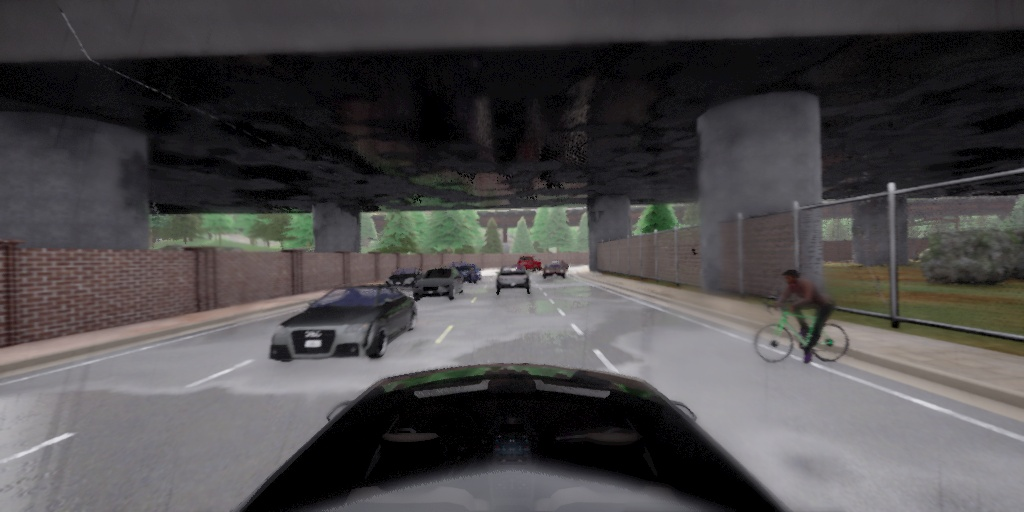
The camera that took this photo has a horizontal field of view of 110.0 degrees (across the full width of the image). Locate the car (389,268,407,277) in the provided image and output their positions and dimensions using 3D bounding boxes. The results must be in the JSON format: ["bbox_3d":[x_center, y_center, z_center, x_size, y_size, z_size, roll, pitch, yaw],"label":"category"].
[{"bbox_3d":[-7.048,1.502,24.218,1.994,1.385,4.181,-1,0,0],"label":"car"}]

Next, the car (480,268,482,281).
[{"bbox_3d":[-3.556,1.339,28.885,1.882,1.535,5.008,-1,0,1],"label":"car"}]

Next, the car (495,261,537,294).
[{"bbox_3d":[0.054,1.260,20.643,2.128,1.511,4.902,-1,0,0],"label":"car"}]

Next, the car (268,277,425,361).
[{"bbox_3d":[-3.629,1.405,8.490,1.994,1.385,4.181,-1,0,-1],"label":"car"}]

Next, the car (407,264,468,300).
[{"bbox_3d":[-3.626,1.356,18.406,1.837,1.490,4.892,-1,0,0],"label":"car"}]

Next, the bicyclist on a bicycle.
[{"bbox_3d":[5.024,1.052,6.235,1.656,1.620,0.582,-1,0,0],"label":"bicyclist on a bicycle"}]

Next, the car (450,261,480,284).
[{"bbox_3d":[-3.557,1.063,24.223,1.994,1.385,4.181,-1,0,0],"label":"car"}]

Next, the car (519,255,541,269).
[{"bbox_3d":[2.289,0.964,45.026,2.150,2.045,5.566,-2,0,17],"label":"car"}]

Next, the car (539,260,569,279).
[{"bbox_3d":[3.655,1.298,32.042,1.895,1.301,4.718,-1,0,3],"label":"car"}]
